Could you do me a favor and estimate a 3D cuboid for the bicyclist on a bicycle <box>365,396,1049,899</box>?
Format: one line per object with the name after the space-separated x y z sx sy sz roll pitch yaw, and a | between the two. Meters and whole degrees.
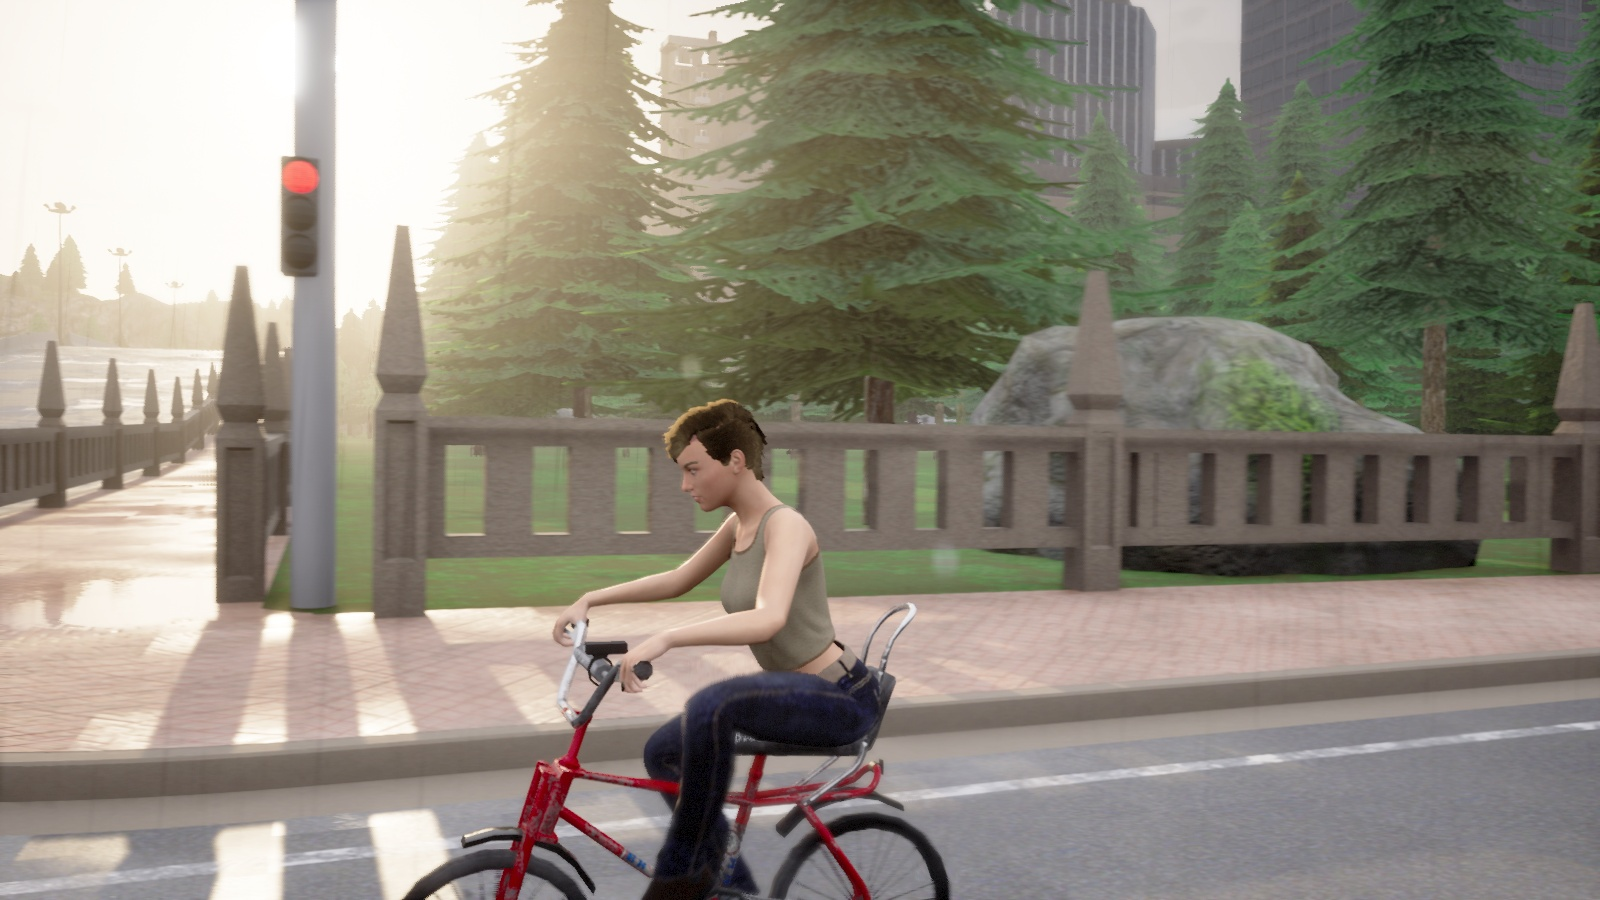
-0.267 0.686 3.145 1.509 1.612 0.866 -1 1 -20 | bicyclist on a bicycle
